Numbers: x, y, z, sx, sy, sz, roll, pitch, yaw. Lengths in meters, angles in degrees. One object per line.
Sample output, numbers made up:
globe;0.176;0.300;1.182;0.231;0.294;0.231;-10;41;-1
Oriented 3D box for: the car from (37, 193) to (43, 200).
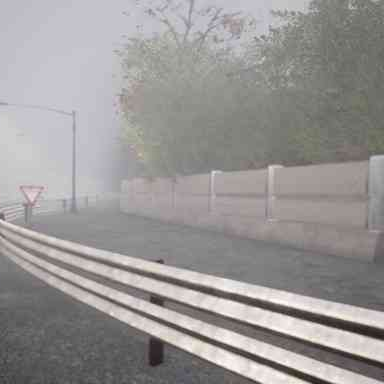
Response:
car;-34.400;0.992;74.583;1.882;1.535;5.008;0;0;-25
